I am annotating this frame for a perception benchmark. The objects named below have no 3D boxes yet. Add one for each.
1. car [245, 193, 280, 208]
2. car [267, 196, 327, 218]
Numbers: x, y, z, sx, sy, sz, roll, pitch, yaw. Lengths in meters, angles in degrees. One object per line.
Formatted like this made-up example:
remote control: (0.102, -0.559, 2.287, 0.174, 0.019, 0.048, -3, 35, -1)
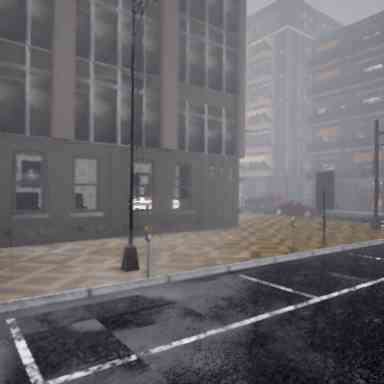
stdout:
car: (8.799, 1.014, 41.026, 2.192, 1.841, 5.009, 2, 0, -36)
car: (8.654, 1.318, 26.942, 1.887, 1.381, 4.507, 2, 0, -36)
